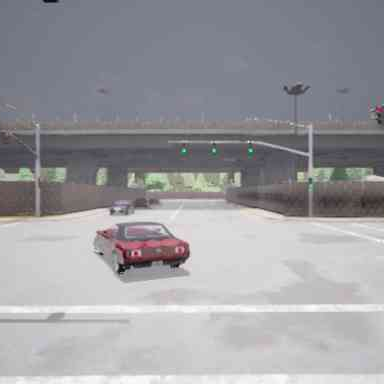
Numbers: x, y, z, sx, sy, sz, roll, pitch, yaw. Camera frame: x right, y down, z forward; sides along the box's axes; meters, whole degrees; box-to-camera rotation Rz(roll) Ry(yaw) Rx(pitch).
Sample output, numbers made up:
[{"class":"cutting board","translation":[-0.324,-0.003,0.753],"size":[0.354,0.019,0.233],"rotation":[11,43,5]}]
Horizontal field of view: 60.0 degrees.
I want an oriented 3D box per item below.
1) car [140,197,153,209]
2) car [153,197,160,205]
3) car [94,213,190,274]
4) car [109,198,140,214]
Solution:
[{"class":"car","translation":[-7.071,1.556,46.873],"size":[1.882,1.535,5.008],"rotation":[0,1,0]},{"class":"car","translation":[-7.030,1.665,61.080],"size":[1.994,1.385,4.181],"rotation":[0,0,0]},{"class":"car","translation":[-1.858,1.594,10.717],"size":[1.895,1.301,4.718],"rotation":[0,0,-25]},{"class":"car","translation":[-7.084,1.548,34.049],"size":[2.128,1.511,4.902],"rotation":[0,0,0]}]
